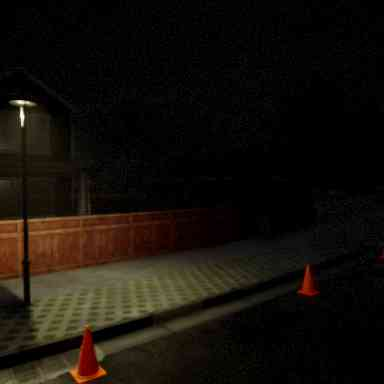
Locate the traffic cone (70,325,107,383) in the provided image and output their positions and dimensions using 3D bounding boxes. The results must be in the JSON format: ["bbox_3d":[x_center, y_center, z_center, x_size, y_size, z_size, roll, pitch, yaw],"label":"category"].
[{"bbox_3d":[-1.276,1.940,4.087,0.340,0.580,0.340,-1,1,-37],"label":"traffic cone"}]

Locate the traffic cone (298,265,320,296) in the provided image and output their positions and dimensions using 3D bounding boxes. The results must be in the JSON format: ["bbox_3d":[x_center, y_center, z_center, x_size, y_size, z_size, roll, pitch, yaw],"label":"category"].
[{"bbox_3d":[2.496,1.858,7.126,0.340,0.580,0.340,-1,1,-41],"label":"traffic cone"}]

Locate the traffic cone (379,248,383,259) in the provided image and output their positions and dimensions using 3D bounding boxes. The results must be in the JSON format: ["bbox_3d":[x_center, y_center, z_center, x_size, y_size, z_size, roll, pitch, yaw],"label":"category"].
[{"bbox_3d":[6.074,1.776,10.395,0.340,0.580,0.340,-1,1,-44],"label":"traffic cone"}]
